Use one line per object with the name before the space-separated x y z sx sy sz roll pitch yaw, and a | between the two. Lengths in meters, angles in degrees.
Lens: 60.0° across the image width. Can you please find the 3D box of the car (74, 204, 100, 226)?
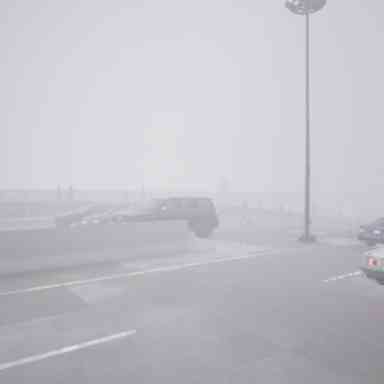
car | -3.625 1.505 18.602 4.902 1.511 2.128 0 0 -35

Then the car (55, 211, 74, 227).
car | -6.064 1.488 21.162 5.008 1.535 1.882 0 0 -35

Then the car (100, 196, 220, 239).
car | -1.211 1.236 16.026 5.566 2.045 2.150 1 0 -36

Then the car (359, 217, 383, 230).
car | 9.451 1.763 14.788 5.357 1.411 2.033 3 -2 -35

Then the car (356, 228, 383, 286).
car | 6.242 1.634 8.198 4.718 1.301 1.895 1 -1 -35
